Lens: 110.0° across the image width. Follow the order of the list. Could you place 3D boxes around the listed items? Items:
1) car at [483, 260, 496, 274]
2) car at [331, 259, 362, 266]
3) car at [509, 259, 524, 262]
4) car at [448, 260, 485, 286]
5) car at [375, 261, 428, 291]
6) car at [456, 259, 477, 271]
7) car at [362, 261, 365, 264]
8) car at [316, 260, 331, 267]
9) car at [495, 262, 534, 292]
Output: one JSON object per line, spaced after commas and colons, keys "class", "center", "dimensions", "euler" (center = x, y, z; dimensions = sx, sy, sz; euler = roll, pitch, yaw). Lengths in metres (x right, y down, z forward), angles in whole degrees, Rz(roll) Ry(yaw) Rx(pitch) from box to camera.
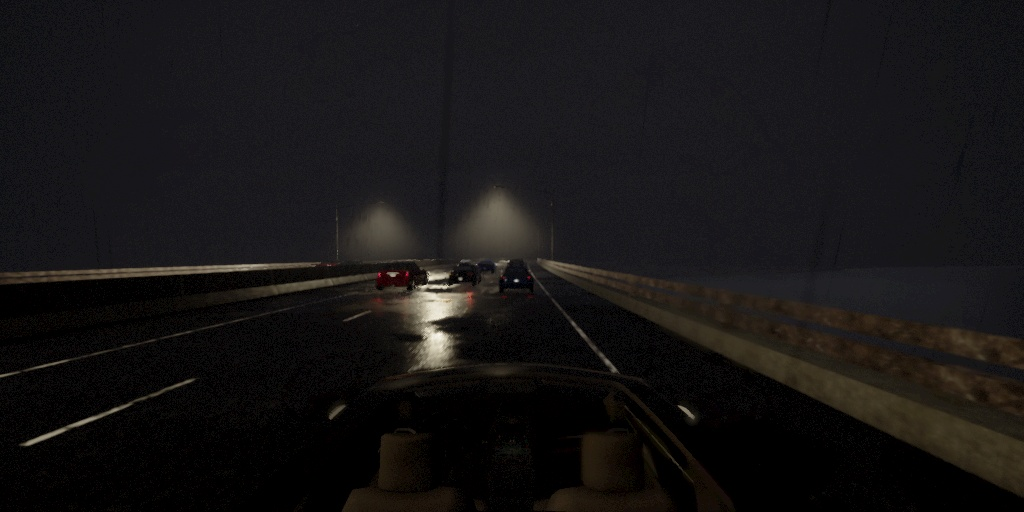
{"class": "car", "center": [-2.897, 1.204, 41.553], "dimensions": [1.882, 1.535, 5.008], "euler": [0, 0, 1]}
{"class": "car", "center": [-20.427, 1.219, 45.625], "dimensions": [2.097, 1.767, 4.553], "euler": [0, 0, 2]}
{"class": "car", "center": [0.488, 1.052, 36.683], "dimensions": [2.097, 1.767, 4.553], "euler": [0, 0, 1]}
{"class": "car", "center": [-3.223, 1.265, 24.971], "dimensions": [1.812, 1.442, 4.674], "euler": [0, 0, 1]}
{"class": "car", "center": [-6.755, 1.123, 22.513], "dimensions": [2.097, 1.767, 4.553], "euler": [0, 0, 1]}
{"class": "car", "center": [-6.199, 1.242, 49.360], "dimensions": [2.128, 1.511, 4.902], "euler": [0, 0, 2]}
{"class": "car", "center": [-16.911, 1.440, 45.929], "dimensions": [1.895, 1.301, 4.718], "euler": [0, 0, 2]}
{"class": "car", "center": [-23.872, 1.246, 47.264], "dimensions": [2.097, 1.767, 4.553], "euler": [0, 0, 2]}
{"class": "car", "center": [0.240, 1.281, 21.125], "dimensions": [1.994, 1.385, 4.181], "euler": [0, 0, 0]}
